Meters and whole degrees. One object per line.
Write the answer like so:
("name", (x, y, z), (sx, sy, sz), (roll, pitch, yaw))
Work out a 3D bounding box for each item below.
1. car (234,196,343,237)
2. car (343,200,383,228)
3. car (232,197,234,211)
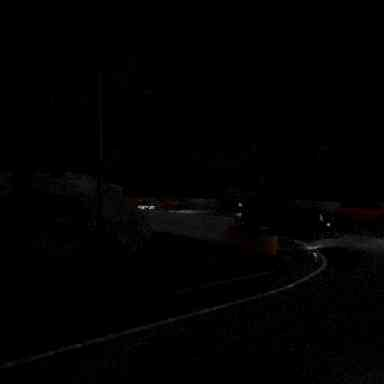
("car", (5.267, 1.285, 19.006), (2.150, 2.045, 5.566), (-1, 0, -36))
("car", (11.816, 1.355, 21.906), (2.097, 1.767, 4.553), (-1, 0, -36))
("car", (4.647, 1.325, 37.702), (2.097, 1.767, 4.553), (-1, 0, -36))
